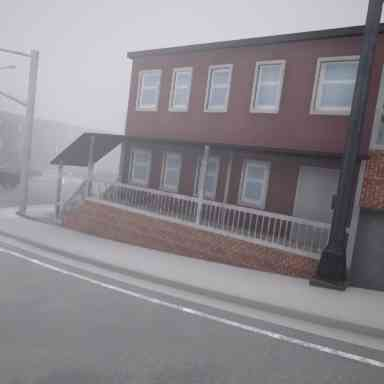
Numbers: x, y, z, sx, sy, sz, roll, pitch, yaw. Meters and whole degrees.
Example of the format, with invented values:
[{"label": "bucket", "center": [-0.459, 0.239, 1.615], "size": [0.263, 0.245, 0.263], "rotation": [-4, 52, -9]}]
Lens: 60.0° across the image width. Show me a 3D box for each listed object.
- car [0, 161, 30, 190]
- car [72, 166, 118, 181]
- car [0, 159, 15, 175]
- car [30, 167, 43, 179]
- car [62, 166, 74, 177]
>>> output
[{"label": "car", "center": [-14.974, -1.350, 23.372], "size": [2.150, 2.045, 5.566], "rotation": [11, 6, 36]}, {"label": "car", "center": [-11.411, -2.148, 40.950], "size": [2.033, 1.411, 5.357], "rotation": [11, 6, 35]}, {"label": "car", "center": [-20.721, -2.671, 33.938], "size": [1.994, 1.385, 4.181], "rotation": [11, 6, 35]}, {"label": "car", "center": [-17.493, -2.154, 32.503], "size": [2.033, 1.411, 5.357], "rotation": [11, 6, 37]}, {"label": "car", "center": [-14.645, -2.724, 42.372], "size": [1.837, 1.490, 4.892], "rotation": [11, 6, 35]}]
